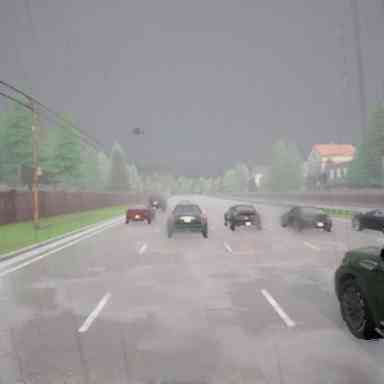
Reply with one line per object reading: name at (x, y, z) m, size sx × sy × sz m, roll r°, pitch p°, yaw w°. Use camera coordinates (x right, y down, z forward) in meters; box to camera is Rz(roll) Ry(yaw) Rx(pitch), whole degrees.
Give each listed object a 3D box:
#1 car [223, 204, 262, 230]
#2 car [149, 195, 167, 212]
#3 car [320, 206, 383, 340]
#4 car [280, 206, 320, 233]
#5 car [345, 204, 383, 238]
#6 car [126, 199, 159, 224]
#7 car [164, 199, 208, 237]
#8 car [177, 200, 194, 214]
car at (3.168, 1.569, 21.473) m, size 1.837 × 1.490 × 4.892 m, roll -1°, pitch 0°, yaw -1°
car at (-4.318, 1.447, 41.590) m, size 2.150 × 2.045 × 5.566 m, roll -1°, pitch 0°, yaw -1°
car at (3.577, 1.202, 3.405) m, size 2.150 × 2.045 × 5.566 m, roll -1°, pitch 0°, yaw -1°
car at (6.694, 1.549, 19.795) m, size 1.812 × 1.442 × 4.674 m, roll -1°, pitch 0°, yaw -1°
car at (10.260, 1.471, 17.410) m, size 2.128 × 1.511 × 4.902 m, roll -1°, pitch 0°, yaw -1°
car at (-3.982, 1.631, 26.438) m, size 1.882 × 1.535 × 5.008 m, roll -1°, pitch 0°, yaw -1°
car at (-0.270, 1.436, 18.636) m, size 2.097 × 1.767 × 4.553 m, roll -1°, pitch 0°, yaw -1°
car at (-0.722, 1.700, 38.188) m, size 1.812 × 1.442 × 4.674 m, roll -1°, pitch 0°, yaw -2°
